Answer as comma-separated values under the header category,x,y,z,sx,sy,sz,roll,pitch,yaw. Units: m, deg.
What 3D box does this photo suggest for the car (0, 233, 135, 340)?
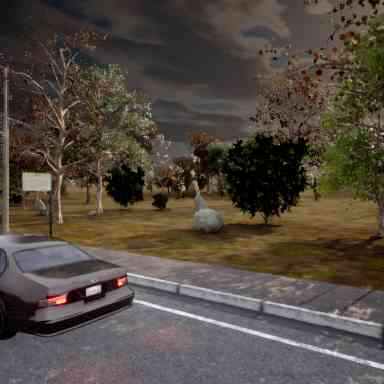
category,x,y,z,sx,sy,sz,roll,pitch,yaw
car,-3.542,1.547,6.530,5.357,1.411,2.033,0,0,36
